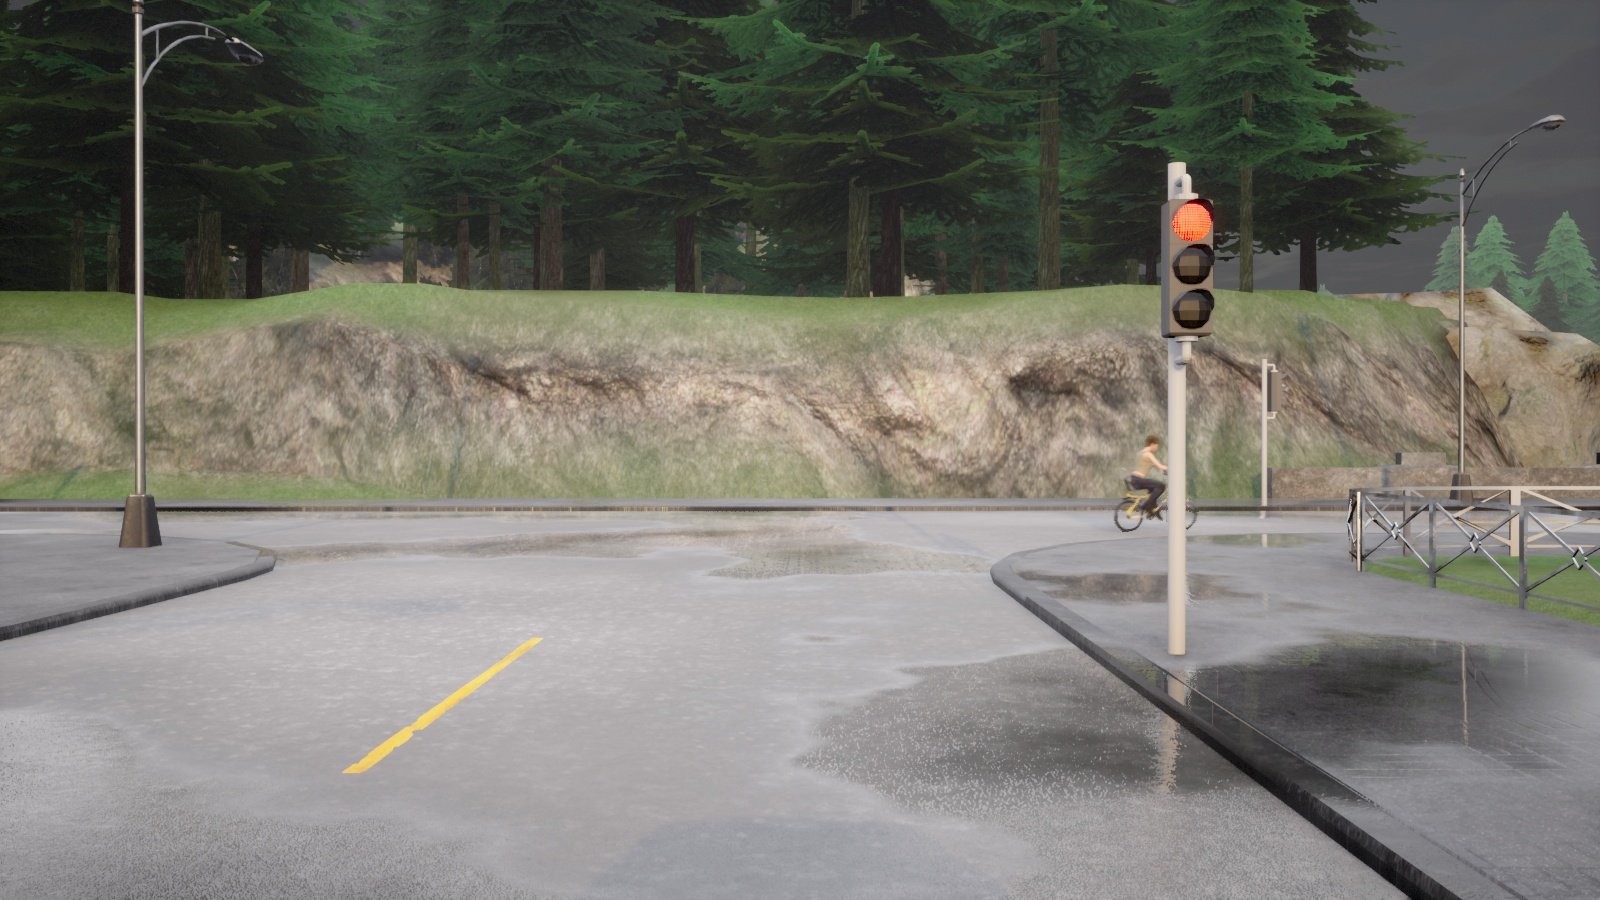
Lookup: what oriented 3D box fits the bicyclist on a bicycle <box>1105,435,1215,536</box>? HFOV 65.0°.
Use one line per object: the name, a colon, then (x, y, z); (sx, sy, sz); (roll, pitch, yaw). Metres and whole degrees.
bicyclist on a bicycle: (5.979, 0.570, 20.889); (1.509, 1.612, 0.866); (0, 2, -12)
